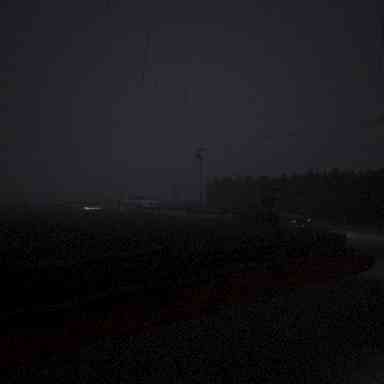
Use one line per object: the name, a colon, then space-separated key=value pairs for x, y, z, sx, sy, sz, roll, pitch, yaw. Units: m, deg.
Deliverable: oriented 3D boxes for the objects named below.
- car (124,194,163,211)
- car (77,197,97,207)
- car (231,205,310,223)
car: x=-5.160 y=1.215 z=34.828 sx=2.150 sy=2.045 sz=5.566 roll=0 pitch=0 yaw=-35
car: x=-15.887 y=1.515 z=50.116 sx=2.128 sy=1.511 sz=4.902 roll=0 pitch=0 yaw=-35
car: x=4.741 y=1.542 z=20.870 sx=2.033 sy=1.411 sz=5.357 roll=0 pitch=0 yaw=-35
